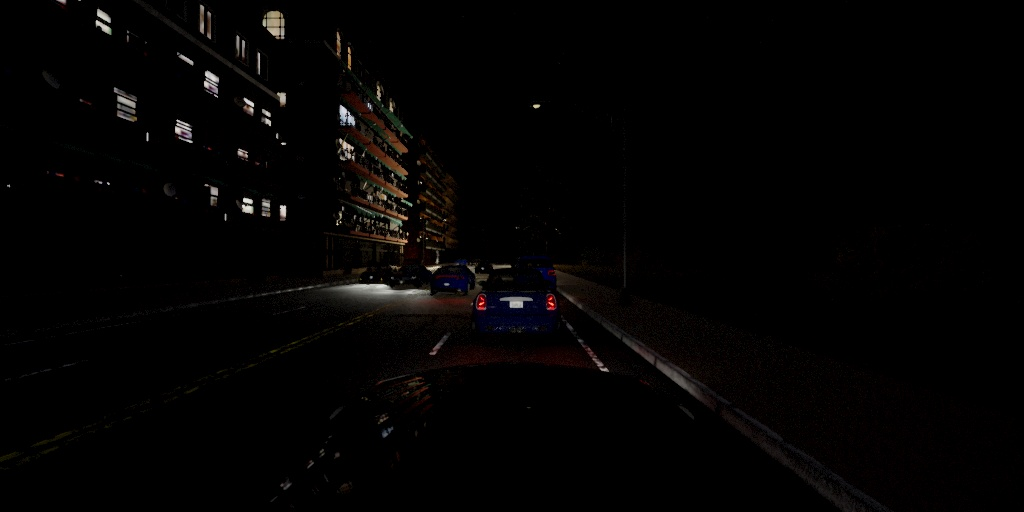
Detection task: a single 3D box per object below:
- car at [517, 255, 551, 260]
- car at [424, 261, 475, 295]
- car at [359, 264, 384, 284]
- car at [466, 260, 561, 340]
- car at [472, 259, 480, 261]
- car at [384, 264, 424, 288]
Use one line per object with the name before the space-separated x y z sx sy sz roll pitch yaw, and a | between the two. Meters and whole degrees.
car | 1.133 0.977 19.712 2.150 2.045 5.566 0 0 0
car | -3.154 1.230 19.767 1.882 1.535 5.008 0 0 0
car | -9.855 1.316 27.085 1.994 1.385 4.181 0 0 0
car | 0.096 1.103 10.136 2.097 1.767 4.553 0 0 0
car | -3.155 1.316 40.566 1.994 1.385 4.181 0 0 0
car | -6.604 1.278 23.726 1.812 1.442 4.674 0 0 0
